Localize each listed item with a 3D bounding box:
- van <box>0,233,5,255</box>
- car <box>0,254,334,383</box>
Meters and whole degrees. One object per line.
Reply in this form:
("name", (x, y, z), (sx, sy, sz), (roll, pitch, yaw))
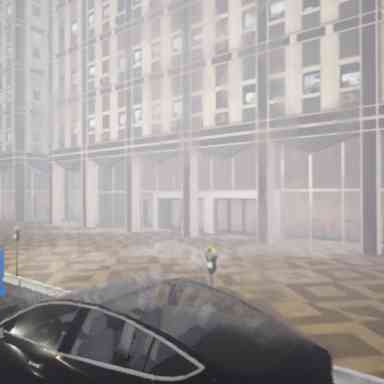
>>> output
("van", (-5.436, 1.360, 6.757), (3.998, 1.788, 1.690), (0, 0, 36))
("car", (-0.801, 1.572, 3.449), (4.313, 1.339, 1.947), (0, 0, 36))
